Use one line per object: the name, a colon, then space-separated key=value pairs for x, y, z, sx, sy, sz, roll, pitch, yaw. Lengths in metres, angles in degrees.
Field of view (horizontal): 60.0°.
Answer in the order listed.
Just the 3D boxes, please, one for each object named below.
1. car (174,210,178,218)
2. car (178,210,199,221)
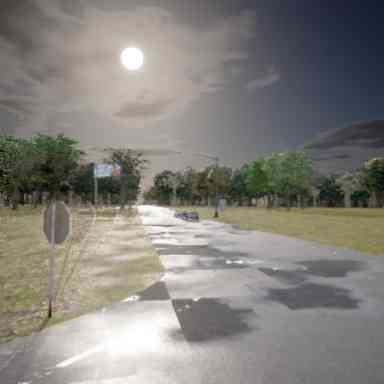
car: x=-1.913 y=3.683 z=57.170 sx=1.895 sy=1.301 sz=4.718 roll=1 pitch=-2 yaw=-10
car: x=-0.221 y=3.260 z=47.291 sx=2.128 sy=1.511 sz=4.902 roll=1 pitch=-2 yaw=-10
